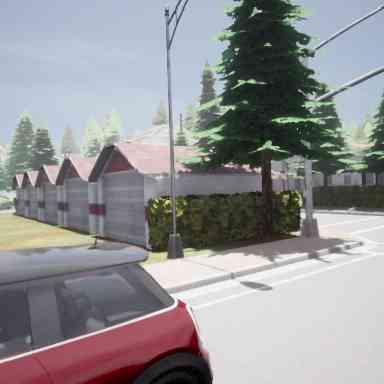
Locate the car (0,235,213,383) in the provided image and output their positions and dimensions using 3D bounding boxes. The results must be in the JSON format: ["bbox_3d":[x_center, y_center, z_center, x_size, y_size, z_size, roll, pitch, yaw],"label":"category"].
[{"bbox_3d":[-2.086,1.353,2.504,4.553,1.767,2.097,-2,1,-36],"label":"car"}]
